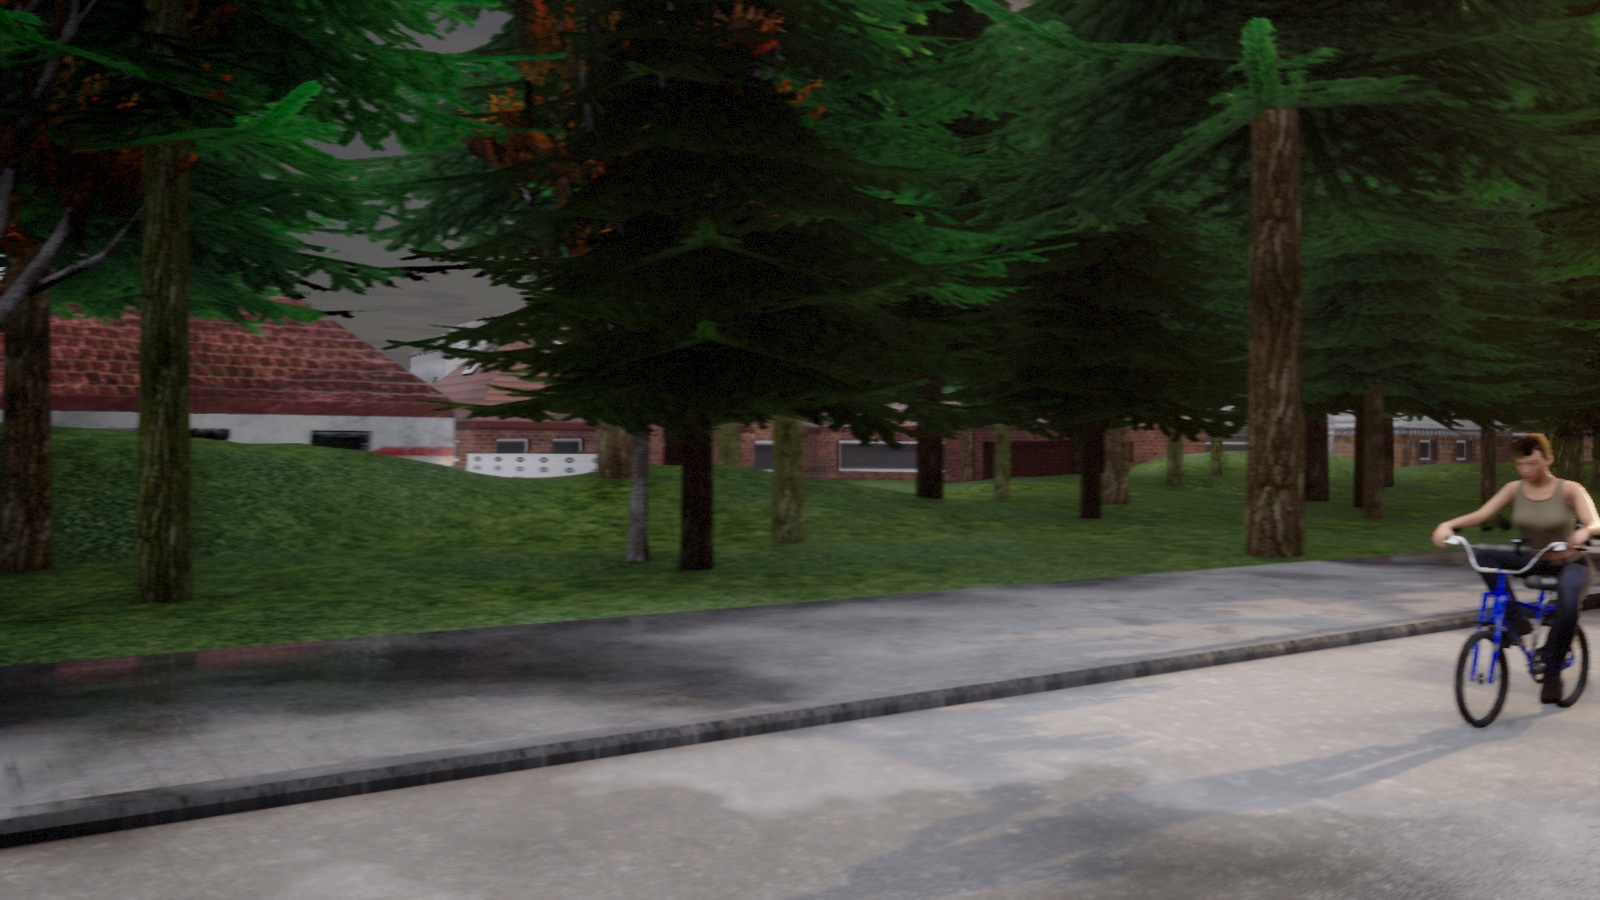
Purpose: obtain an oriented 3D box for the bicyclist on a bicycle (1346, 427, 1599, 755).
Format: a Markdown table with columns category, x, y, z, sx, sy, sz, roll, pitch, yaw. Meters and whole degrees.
| category | x | y | z | sx | sy | sz | roll | pitch | yaw |
| --- | --- | --- | --- | --- | --- | --- | --- | --- | --- |
| bicyclist on a bicycle | 3.863 | 0.693 | 6.951 | 1.509 | 1.612 | 0.866 | 0 | 0 | -35 |
